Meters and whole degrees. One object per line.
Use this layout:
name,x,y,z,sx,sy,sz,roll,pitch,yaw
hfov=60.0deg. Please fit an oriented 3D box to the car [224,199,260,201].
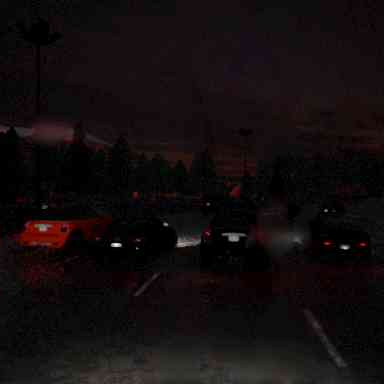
car,4.978,1.631,30.752,2.033,1.411,5.357,0,0,29

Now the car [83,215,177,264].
car,-1.899,1.593,12.091,1.994,1.385,4.181,0,0,11

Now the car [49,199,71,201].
car,-10.605,1.596,30.968,1.812,1.442,4.674,0,0,24

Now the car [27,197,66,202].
car,-13.571,1.425,32.811,2.097,1.767,4.553,0,0,25

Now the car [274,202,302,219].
car,8.735,1.629,30.307,2.033,1.411,5.357,0,0,30

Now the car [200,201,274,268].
car,1.630,1.383,11.687,2.097,1.767,4.553,0,0,11

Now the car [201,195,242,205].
car,2.944,1.308,34.113,2.150,2.045,5.566,0,-1,31

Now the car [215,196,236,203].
car,7.096,1.638,70.528,4.181,1.385,1.994,0,0,-42

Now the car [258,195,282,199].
car,15.365,1.338,63.844,4.553,1.767,2.097,0,0,-42

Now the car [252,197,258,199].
car,13.000,1.697,66.425,5.008,1.535,1.882,0,0,-42

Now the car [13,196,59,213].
car,-18.267,1.437,39.148,2.097,1.767,4.553,0,0,27

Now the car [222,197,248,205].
car,8.740,1.774,67.302,5.357,1.411,2.033,0,0,-42

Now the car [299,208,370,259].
car,5.371,1.563,12.754,1.812,1.442,4.674,0,0,13

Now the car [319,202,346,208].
car,12.518,1.635,29.803,2.033,1.411,5.357,0,0,32

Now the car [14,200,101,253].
car,-4.980,1.384,14.244,2.097,1.767,4.553,0,0,12
